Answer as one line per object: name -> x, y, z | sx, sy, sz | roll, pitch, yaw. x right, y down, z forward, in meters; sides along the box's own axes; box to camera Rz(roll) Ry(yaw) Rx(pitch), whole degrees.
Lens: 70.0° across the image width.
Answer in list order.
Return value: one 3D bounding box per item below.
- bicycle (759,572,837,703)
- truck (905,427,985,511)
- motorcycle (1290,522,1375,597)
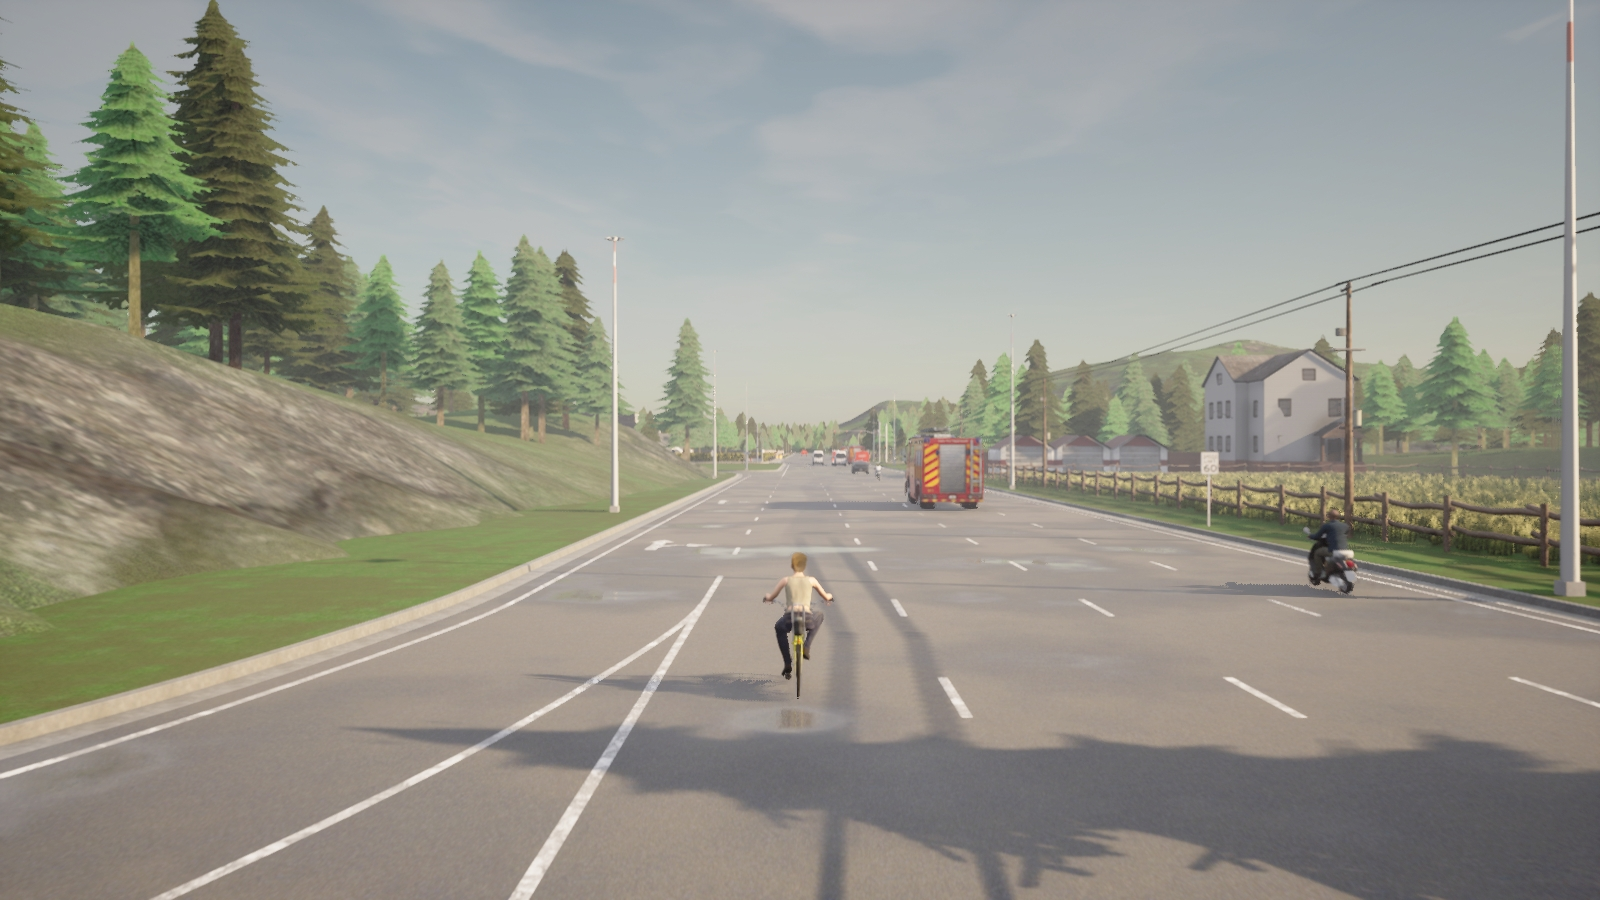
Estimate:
bicycle -> -0.016, 2.151, 13.361 | 0.859, 1.276, 1.487 | 0, 0, 0
truck -> 7.002, 0.863, 56.441 | 2.891, 3.827, 8.468 | 0, 0, 0
motorcycle -> 10.500, 2.130, 22.596 | 0.856, 1.316, 1.805 | 0, 0, 0
